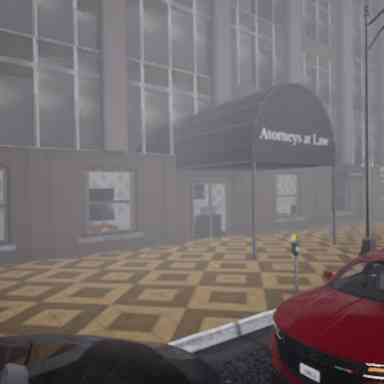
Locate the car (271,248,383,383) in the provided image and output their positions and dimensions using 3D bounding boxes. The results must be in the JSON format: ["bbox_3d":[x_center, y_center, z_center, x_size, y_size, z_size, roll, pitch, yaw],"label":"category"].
[{"bbox_3d":[2.984,1.504,4.561,4.507,1.381,1.887,-1,0,-35],"label":"car"}]

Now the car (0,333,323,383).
[{"bbox_3d":[-1.650,1.572,1.270,4.313,1.339,1.947,-1,0,-35],"label":"car"}]
